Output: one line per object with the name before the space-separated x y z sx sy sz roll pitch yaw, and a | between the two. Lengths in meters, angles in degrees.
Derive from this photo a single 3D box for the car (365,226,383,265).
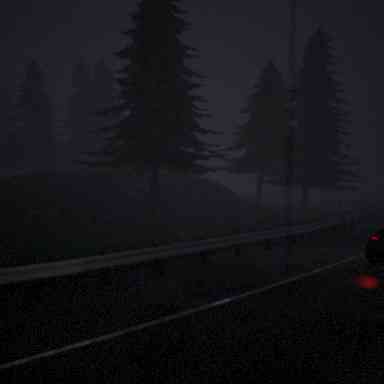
car | 6.844 1.356 9.888 4.181 1.385 1.994 -1 1 -43
